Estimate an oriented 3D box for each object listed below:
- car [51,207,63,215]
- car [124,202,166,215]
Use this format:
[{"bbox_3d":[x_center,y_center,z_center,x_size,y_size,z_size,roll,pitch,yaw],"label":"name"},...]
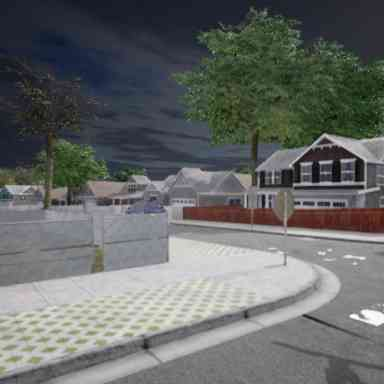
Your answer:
[{"bbox_3d":[-19.313,2.802,46.357,2.128,1.511,4.902,1,-2,-39],"label":"car"},{"bbox_3d":[-4.525,1.981,30.858,2.150,2.045,5.566,1,-2,-35],"label":"car"}]
